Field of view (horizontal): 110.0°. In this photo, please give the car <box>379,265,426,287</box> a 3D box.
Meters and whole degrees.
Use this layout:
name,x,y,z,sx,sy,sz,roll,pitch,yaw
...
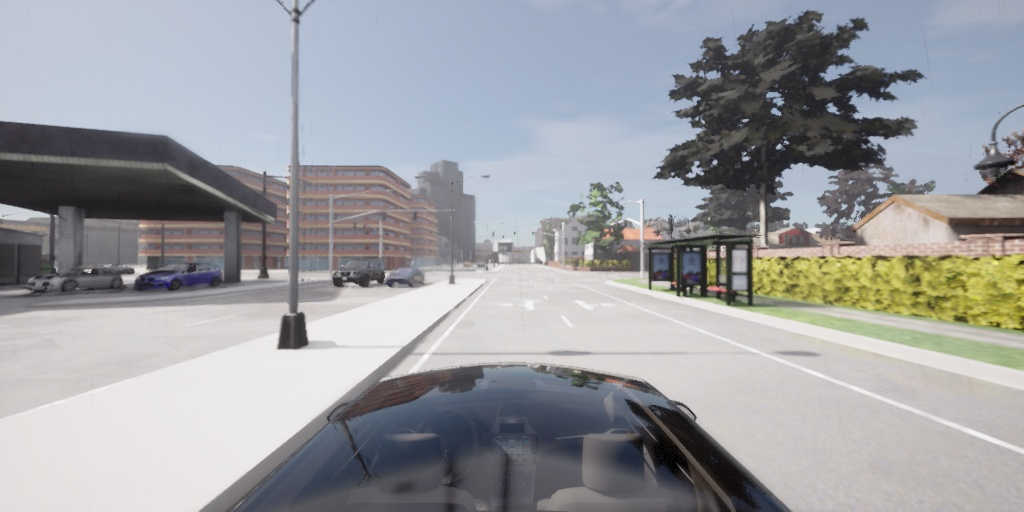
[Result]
name,x,y,z,sx,sy,sz,roll,pitch,yaw
car,-7.997,1.575,27.476,2.033,1.411,5.357,0,-1,0

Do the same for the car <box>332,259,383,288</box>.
name,x,y,z,sx,sy,sz,roll,pitch,yaw
car,-11.499,1.253,27.445,2.150,2.045,5.566,0,-1,0
